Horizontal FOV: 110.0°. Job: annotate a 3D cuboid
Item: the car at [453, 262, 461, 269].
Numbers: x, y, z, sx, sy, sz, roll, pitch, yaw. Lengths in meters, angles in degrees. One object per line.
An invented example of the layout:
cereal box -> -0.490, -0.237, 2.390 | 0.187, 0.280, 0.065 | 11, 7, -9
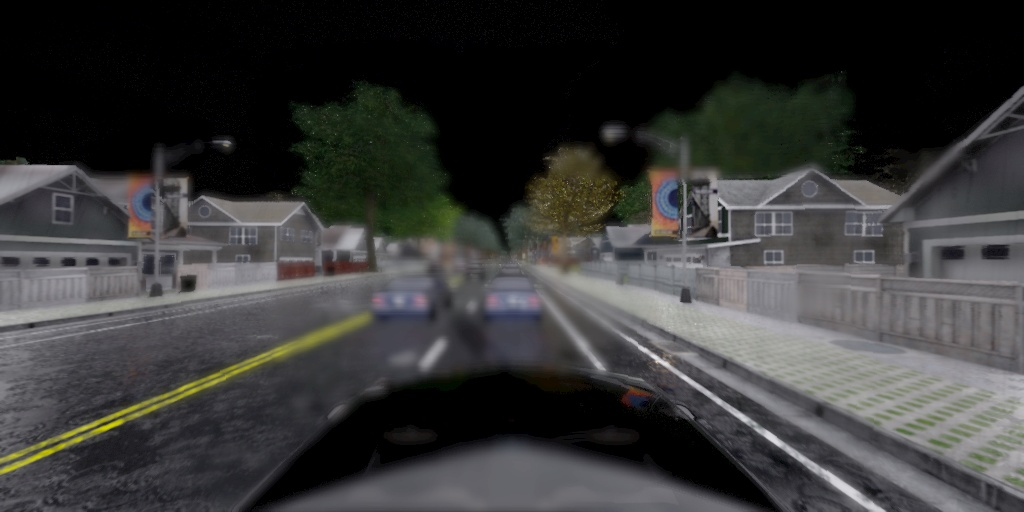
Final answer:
car -> -6.616, 1.553, 47.370 | 1.812, 1.442, 4.674 | 0, 0, 0

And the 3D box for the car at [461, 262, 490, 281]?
car -> -3.182, 1.443, 32.777 | 1.837, 1.490, 4.892 | 0, 0, 0

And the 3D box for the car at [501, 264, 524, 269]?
car -> 0.066, 1.429, 32.648 | 2.128, 1.511, 4.902 | 0, 0, 0

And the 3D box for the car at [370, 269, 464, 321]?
car -> -3.191, 1.365, 12.716 | 2.033, 1.411, 5.357 | 0, 0, 0

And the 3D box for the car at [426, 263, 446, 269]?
car -> -9.871, 1.572, 47.020 | 2.033, 1.411, 5.357 | 0, 0, 0

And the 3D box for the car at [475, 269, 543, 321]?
car -> 0.059, 1.365, 12.715 | 2.033, 1.411, 5.357 | 0, 0, 0
